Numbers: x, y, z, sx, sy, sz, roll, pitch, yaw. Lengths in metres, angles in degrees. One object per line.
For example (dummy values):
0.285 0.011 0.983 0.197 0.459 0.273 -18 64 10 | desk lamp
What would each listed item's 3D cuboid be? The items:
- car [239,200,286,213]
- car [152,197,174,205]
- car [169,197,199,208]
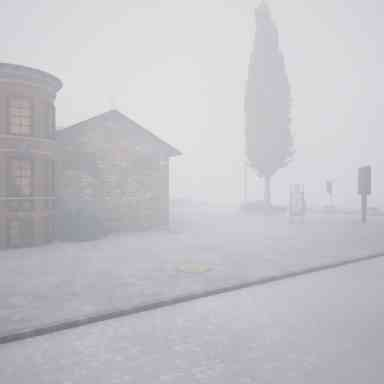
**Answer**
7.437 1.547 35.842 2.033 1.411 5.357 0 0 -36 | car
-5.334 1.601 60.937 1.895 1.301 4.718 0 0 -35 | car
-0.959 1.491 47.611 2.128 1.511 4.902 0 0 -35 | car
